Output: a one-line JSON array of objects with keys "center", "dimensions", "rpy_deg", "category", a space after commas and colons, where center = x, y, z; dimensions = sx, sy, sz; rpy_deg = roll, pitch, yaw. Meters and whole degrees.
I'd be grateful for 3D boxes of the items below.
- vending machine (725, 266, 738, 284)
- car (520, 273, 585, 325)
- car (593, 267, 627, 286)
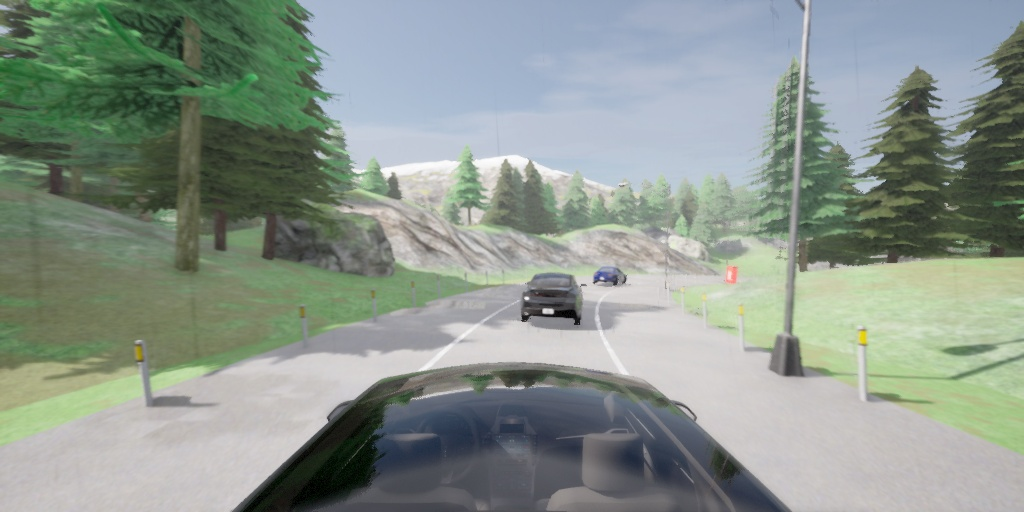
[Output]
[{"center": [25.292, 2.139, 41.519], "dimensions": [0.880, 2.100, 1.100], "rpy_deg": [0, 0, -36], "category": "vending machine"}, {"center": [1.489, 1.325, 12.411], "dimensions": [1.837, 1.490, 4.892], "rpy_deg": [1, 0, 11], "category": "car"}, {"center": [7.968, 1.576, 29.057], "dimensions": [1.812, 1.442, 4.674], "rpy_deg": [3, 0, 30], "category": "car"}]
